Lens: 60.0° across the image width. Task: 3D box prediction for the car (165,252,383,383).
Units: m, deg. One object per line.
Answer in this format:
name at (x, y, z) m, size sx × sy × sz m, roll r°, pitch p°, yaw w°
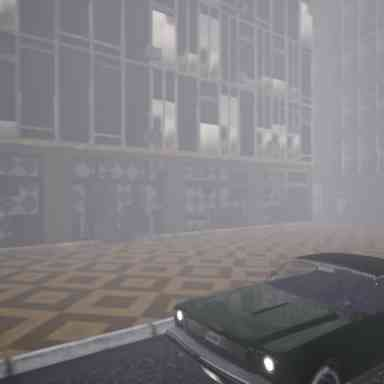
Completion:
car at (2.008, 1.647, 4.806) m, size 4.718 × 1.301 × 1.895 m, roll 1°, pitch 0°, yaw -36°
